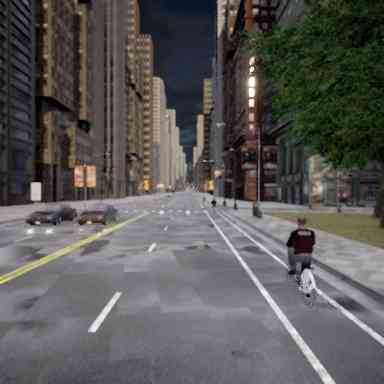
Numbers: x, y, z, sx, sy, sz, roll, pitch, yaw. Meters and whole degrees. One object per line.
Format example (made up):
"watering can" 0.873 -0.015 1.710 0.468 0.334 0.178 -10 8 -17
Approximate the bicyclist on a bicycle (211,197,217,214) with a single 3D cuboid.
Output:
"bicyclist on a bicycle" 2.245 1.426 34.216 0.659 1.776 1.843 0 0 0

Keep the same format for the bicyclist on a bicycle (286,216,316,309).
"bicyclist on a bicycle" 2.250 1.376 7.022 0.659 1.776 1.843 0 0 0

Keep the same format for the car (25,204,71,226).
"car" -9.847 1.579 23.917 2.033 1.411 5.357 0 0 0

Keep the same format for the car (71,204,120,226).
"car" -6.597 1.579 24.023 2.033 1.411 5.357 0 0 0

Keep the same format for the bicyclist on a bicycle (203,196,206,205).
"bicyclist on a bicycle" 2.241 1.565 60.537 0.582 1.620 1.656 0 0 0
